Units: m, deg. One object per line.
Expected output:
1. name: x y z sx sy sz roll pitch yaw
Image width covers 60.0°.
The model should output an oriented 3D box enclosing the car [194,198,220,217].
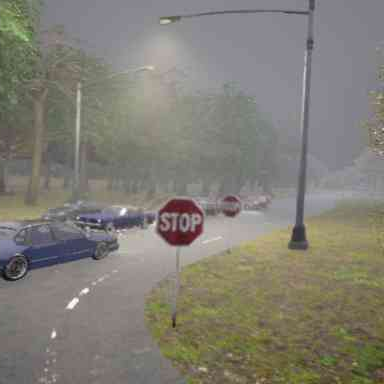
1. car: 0.531 1.402 26.490 1.895 1.301 4.718 3 2 29

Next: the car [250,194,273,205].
1. car: 11.039 1.064 52.489 2.128 1.511 4.902 3 2 29

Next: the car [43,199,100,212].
1. car: -6.854 1.159 20.352 1.812 1.442 4.674 3 2 29

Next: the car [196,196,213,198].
1. car: 1.222 1.153 34.949 2.033 1.411 5.357 3 2 29

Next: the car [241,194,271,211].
1. car: 7.185 1.131 38.472 2.097 1.767 4.553 3 2 29

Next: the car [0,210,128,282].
1. car: -4.571 1.540 10.015 2.033 1.411 5.357 3 1 28

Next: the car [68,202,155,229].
1. car: -4.063 1.419 18.145 1.895 1.301 4.718 3 2 28
